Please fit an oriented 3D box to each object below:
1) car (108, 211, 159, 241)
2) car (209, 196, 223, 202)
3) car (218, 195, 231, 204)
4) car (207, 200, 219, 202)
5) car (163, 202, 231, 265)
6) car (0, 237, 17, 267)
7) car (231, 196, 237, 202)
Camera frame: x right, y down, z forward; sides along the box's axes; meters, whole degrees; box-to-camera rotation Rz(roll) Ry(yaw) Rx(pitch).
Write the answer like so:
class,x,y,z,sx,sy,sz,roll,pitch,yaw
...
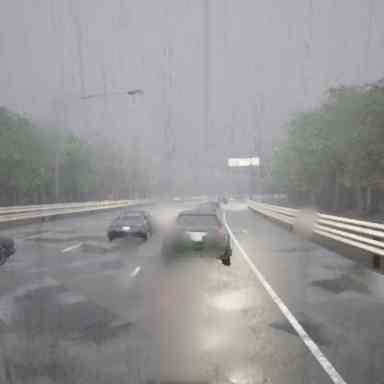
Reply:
class,x,y,z,sx,sy,sz,roll,pitch,yaw
car,-2.961,1.664,17.429,1.994,1.385,4.181,0,0,2
car,3.278,1.768,50.337,1.882,1.535,5.008,0,0,7
car,6.583,1.618,71.660,2.150,2.045,5.566,0,0,11
car,1.418,1.762,32.837,1.994,1.385,4.181,0,0,5
car,0.215,1.425,12.125,2.097,1.767,4.553,0,0,2
car,-6.783,1.587,8.569,2.033,1.411,5.357,0,0,1
car,10.102,2.066,88.940,1.895,1.301,4.718,0,0,13
